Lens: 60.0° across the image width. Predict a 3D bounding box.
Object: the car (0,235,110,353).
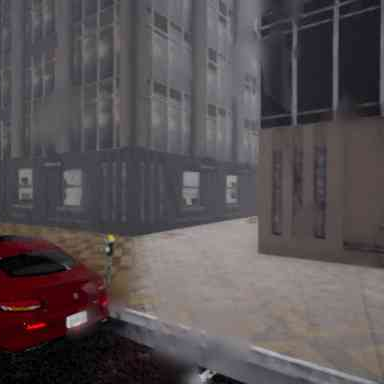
[{"bbox_3d":[-3.376,1.486,5.690,4.674,1.442,1.812,0,0,35],"label":"car"}]
